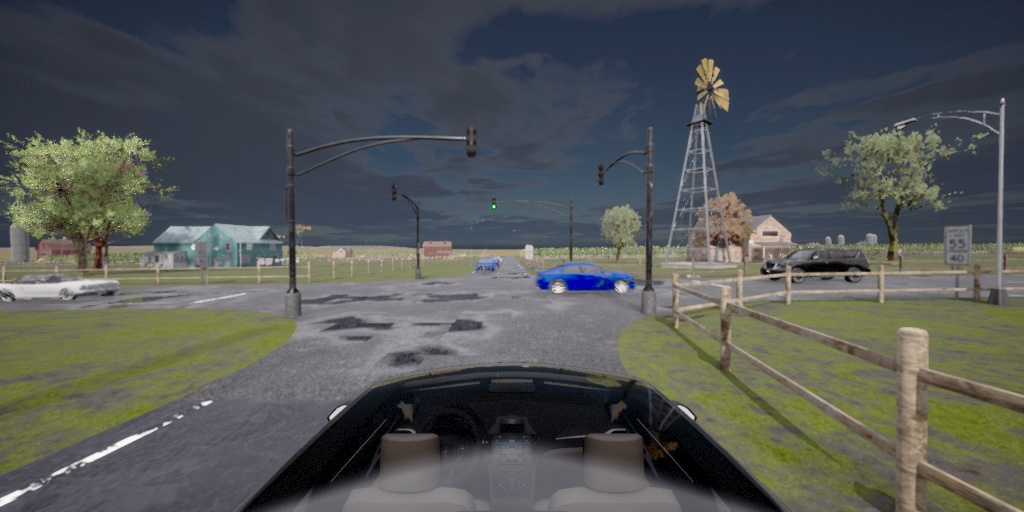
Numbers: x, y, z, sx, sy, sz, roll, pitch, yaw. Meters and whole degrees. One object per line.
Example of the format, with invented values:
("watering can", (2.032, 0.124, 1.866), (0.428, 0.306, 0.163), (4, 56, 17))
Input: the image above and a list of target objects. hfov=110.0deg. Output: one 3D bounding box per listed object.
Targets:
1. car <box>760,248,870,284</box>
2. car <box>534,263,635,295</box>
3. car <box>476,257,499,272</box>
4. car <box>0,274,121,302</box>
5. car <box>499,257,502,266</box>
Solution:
("car", (18.309, 0.538, 21.766), (5.566, 2.045, 2.150), (-1, 1, 0))
("car", (3.646, 1.083, 18.169), (5.008, 1.535, 1.882), (-1, 1, 0))
("car", (-2.865, 0.976, 39.999), (1.882, 1.535, 5.008), (0, 1, 1))
("car", (-23.001, 1.569, 18.163), (4.718, 1.301, 1.895), (-1, 1, 0))
("car", (-2.910, 0.874, 55.944), (1.882, 1.535, 5.008), (0, 0, 0))
